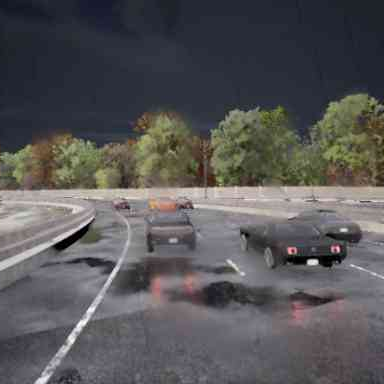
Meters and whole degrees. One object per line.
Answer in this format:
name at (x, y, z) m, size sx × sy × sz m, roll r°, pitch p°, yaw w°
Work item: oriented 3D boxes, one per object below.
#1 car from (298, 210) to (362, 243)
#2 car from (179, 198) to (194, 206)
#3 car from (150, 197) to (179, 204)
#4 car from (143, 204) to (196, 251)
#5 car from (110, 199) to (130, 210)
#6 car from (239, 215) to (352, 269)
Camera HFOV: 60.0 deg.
car at (5.868, 1.507, 15.440) m, size 1.994 × 1.385 × 4.181 m, roll 0°, pitch 0°, yaw -8°
car at (-1.298, 1.526, 42.134) m, size 1.812 × 1.442 × 4.674 m, roll 0°, pitch 0°, yaw -22°
car at (-3.470, 1.373, 38.033) m, size 2.097 × 1.767 × 4.553 m, roll -1°, pitch 0°, yaw -20°
car at (-1.000, 1.497, 14.161) m, size 2.128 × 1.511 × 4.902 m, roll 0°, pitch 0°, yaw -8°
car at (-9.451, 1.599, 43.395) m, size 1.812 × 1.442 × 4.674 m, roll 0°, pitch 0°, yaw -25°
car at (2.970, 1.571, 11.024) m, size 1.895 × 1.301 × 4.718 m, roll 0°, pitch 0°, yaw -6°
